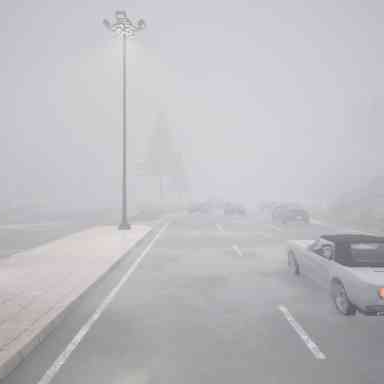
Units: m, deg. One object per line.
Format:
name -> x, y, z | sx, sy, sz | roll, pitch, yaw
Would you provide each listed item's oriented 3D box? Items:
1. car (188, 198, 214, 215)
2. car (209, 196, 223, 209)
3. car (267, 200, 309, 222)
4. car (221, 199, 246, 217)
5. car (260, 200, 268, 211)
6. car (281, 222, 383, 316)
car -> 0.865, 1.601, 34.349 | 1.895, 1.301, 4.718 | 0, 0, 8
car -> 3.286, 1.352, 44.360 | 2.097, 1.767, 4.553 | 0, 0, 16
car -> 7.152, 1.526, 24.415 | 1.812, 1.442, 4.674 | 0, 0, 1
car -> 3.993, 1.601, 31.591 | 1.895, 1.301, 4.718 | 0, 0, 4
car -> 9.261, 1.601, 39.967 | 1.895, 1.301, 4.718 | 0, 0, 15
car -> 3.601, 1.601, 7.428 | 1.895, 1.301, 4.718 | 0, 0, 0
